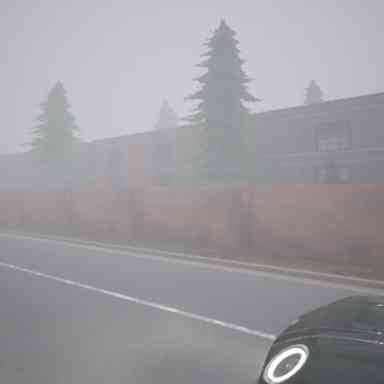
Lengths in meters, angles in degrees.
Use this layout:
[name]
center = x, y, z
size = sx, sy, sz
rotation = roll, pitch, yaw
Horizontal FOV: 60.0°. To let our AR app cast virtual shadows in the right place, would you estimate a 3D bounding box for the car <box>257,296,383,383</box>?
[car]
center = 2.731, 1.359, 2.214
size = 4.553, 1.767, 2.097
rotation = 0, 0, 35
